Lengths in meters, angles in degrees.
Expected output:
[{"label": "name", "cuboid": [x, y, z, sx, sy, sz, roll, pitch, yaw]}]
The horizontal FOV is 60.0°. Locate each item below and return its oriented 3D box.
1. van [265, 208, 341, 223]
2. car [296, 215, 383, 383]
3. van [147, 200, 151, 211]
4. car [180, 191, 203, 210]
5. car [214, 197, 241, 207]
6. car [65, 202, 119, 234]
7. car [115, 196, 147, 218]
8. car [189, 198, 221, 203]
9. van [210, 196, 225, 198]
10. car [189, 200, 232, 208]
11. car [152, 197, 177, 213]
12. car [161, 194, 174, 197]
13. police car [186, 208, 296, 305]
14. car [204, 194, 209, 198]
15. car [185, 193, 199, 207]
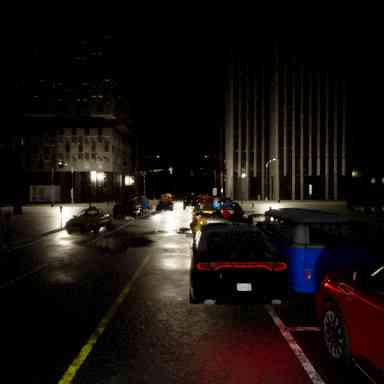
[{"label": "van", "cuboid": [2.758, 1.340, 8.230, 1.690, 1.788, 3.998, 0, 0, 0]}, {"label": "car", "cuboid": [2.764, 1.315, 2.705, 2.192, 1.841, 5.009, 0, 0, 0]}, {"label": "van", "cuboid": [-5.804, 1.340, 35.862, 1.690, 1.788, 3.998, 0, 0, 0]}, {"label": "car", "cuboid": [-0.040, 1.222, 43.220, 2.150, 2.045, 5.566, 0, 0, 0]}, {"label": "car", "cuboid": [2.739, 1.439, 24.807, 1.967, 1.590, 4.097, 0, 0, 0]}, {"label": "car", "cuboid": [-5.790, 1.524, 19.117, 1.752, 1.417, 4.829, 0, 0, 0]}, {"label": "car", "cuboid": [-5.800, 1.313, 30.337, 2.192, 1.841, 5.009, 0, 0, 0]}, {"label": "car", "cuboid": [0.875, 1.454, 24.359, 1.801, 1.575, 5.366, 0, 0, 0]}, {"label": "van", "cuboid": [2.732, 1.339, 30.332, 1.690, 1.788, 3.998, 0, 0, 0]}, {"label": "car", "cuboid": [0.881, 1.454, 18.360, 1.801, 1.575, 5.366, 0, 0, 0]}, {"label": "car", "cuboid": [-3.038, 1.600, 37.673, 1.895, 1.301, 4.718, 0, 0, 0]}, {"label": "car", "cuboid": [-5.840, 1.335, 73.951, 2.192, 1.841, 5.009, 0, 0, 0]}, {"label": "police car", "cuboid": [0.890, 1.425, 8.280, 1.930, 1.638, 5.238, 0, 0, 0]}, {"label": "car", "cuboid": [2.725, 1.314, 35.858, 2.192, 1.841, 5.009, 0, 0, 0]}, {"label": "car", "cuboid": [-0.053, 1.236, 53.593, 2.150, 2.045, 5.566, 0, 0, 0]}]
